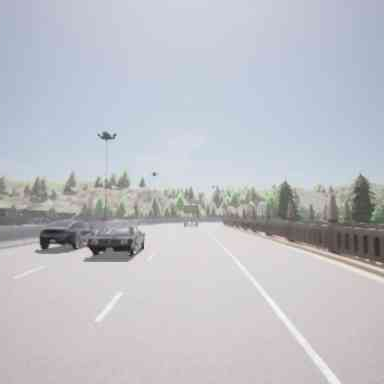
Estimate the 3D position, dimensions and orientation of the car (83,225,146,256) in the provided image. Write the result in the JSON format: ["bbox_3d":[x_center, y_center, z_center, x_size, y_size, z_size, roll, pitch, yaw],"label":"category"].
[{"bbox_3d":[-3.397,2.256,15.973,1.895,1.301,4.718,0,-4,0],"label":"car"}]

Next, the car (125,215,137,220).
[{"bbox_3d":[-14.766,6.215,78.981,2.097,1.767,4.553,-1,-4,13],"label":"car"}]

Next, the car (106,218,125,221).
[{"bbox_3d":[-13.897,5.240,58.488,2.128,1.511,4.902,0,-4,2],"label":"car"}]

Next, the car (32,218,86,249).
[{"bbox_3d":[-6.897,2.369,18.893,1.837,1.490,4.892,0,-4,0],"label":"car"}]

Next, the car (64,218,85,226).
[{"bbox_3d":[-20.875,5.324,59.227,1.812,1.442,4.674,0,-4,2],"label":"car"}]

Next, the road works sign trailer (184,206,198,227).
[{"bbox_3d":[-0.135,3.988,55.498,2.380,3.560,2.880,0,-4,3],"label":"road works sign trailer"}]

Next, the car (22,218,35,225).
[{"bbox_3d":[-17.569,3.746,37.776,1.837,1.490,4.892,0,-5,0],"label":"car"}]
